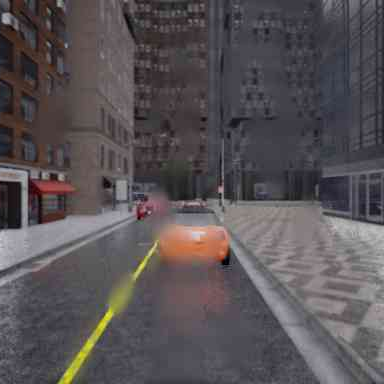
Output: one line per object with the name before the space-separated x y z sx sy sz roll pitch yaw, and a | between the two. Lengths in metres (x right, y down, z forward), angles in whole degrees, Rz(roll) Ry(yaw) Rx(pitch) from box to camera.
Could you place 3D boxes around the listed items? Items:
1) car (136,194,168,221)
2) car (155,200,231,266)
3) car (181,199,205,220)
car | -3.084 1.154 27.029 2.150 2.045 5.566 0 0 0
car | 0.092 1.318 11.606 2.097 1.767 4.553 0 0 0
car | 0.104 1.404 28.664 1.882 1.535 5.008 0 0 0
